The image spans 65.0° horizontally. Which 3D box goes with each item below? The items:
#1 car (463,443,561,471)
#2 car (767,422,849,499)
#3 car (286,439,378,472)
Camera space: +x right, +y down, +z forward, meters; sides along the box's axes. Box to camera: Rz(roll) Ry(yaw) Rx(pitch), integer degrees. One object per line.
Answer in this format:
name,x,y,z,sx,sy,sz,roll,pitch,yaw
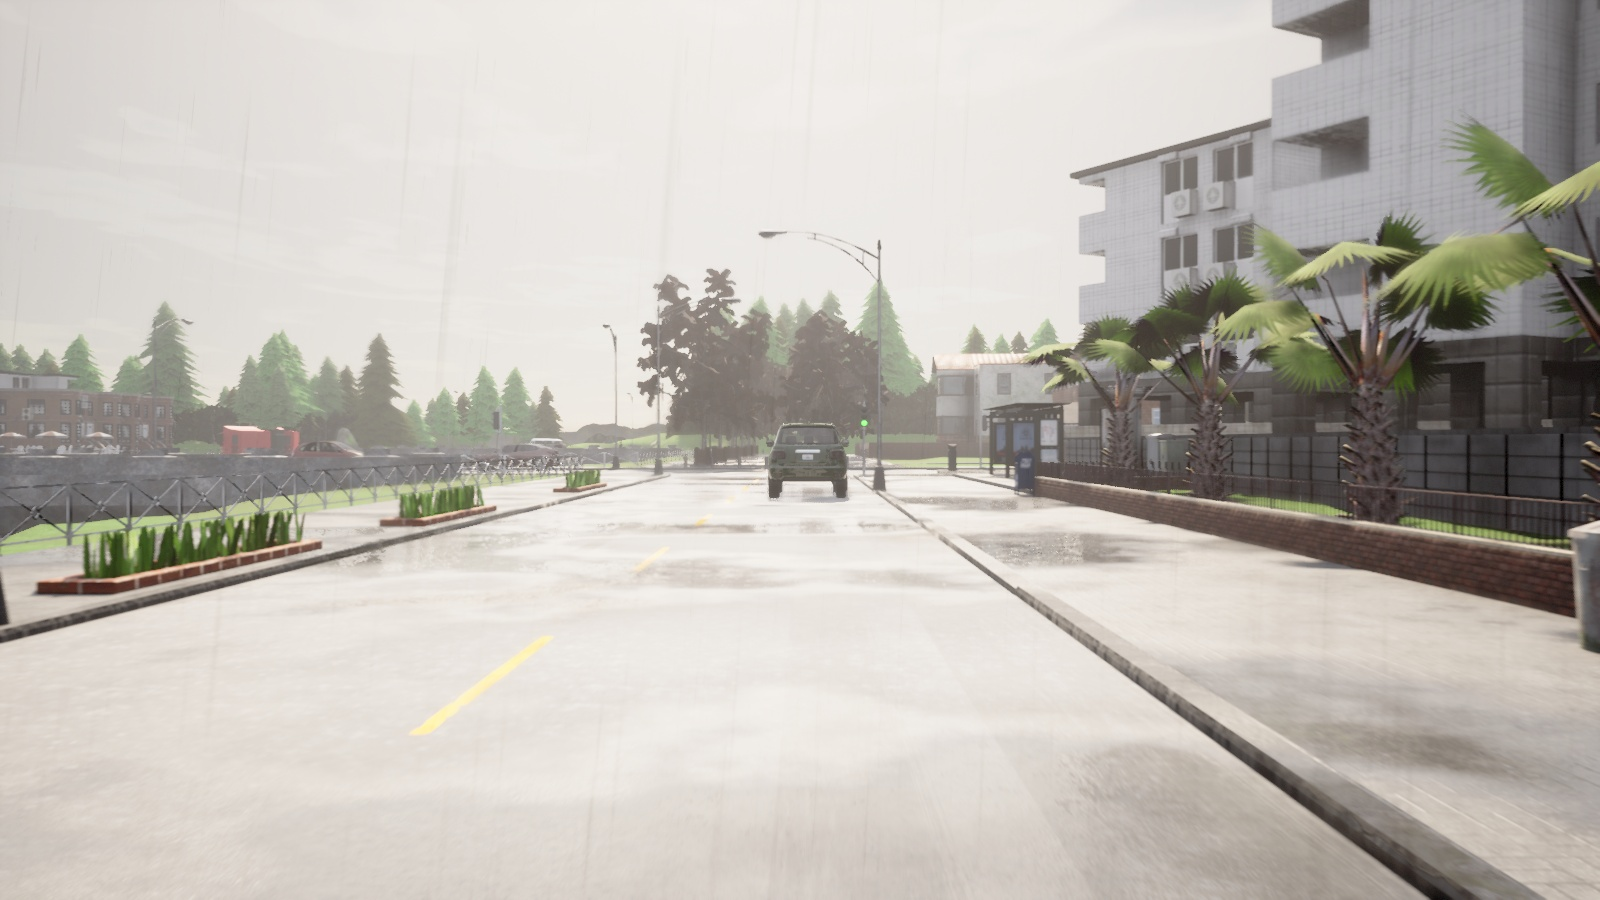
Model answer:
car,-15.465,0.353,67.611,4.792,1.488,2.163,0,0,0
car,0.223,0.263,35.977,2.150,2.045,5.566,0,0,0
car,-23.678,0.267,63.624,3.988,1.617,1.851,0,0,0
